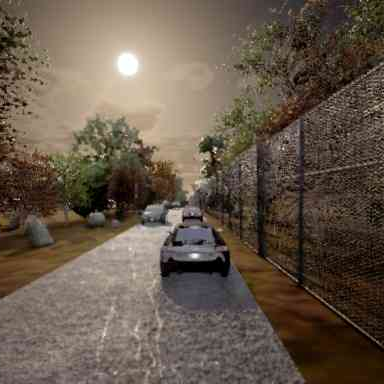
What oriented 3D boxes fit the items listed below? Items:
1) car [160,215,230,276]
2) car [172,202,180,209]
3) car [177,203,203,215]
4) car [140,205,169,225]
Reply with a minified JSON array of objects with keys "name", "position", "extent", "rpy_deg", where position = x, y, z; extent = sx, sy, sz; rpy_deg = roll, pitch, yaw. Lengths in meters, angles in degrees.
[{"name":"car","position":[0.077,1.677,10.772],"extent":[1.994,1.385,4.181],"rpy_deg":[0,-1,0]},{"name":"car","position":[-3.095,2.736,66.763],"extent":[1.837,1.490,4.892],"rpy_deg":[0,-2,0]},{"name":"car","position":[0.028,1.875,29.359],"extent":[2.033,1.411,5.357],"rpy_deg":[0,-1,0]},{"name":"car","position":[-2.911,1.792,26.490],"extent":[1.837,1.490,4.892],"rpy_deg":[0,-1,0]}]
